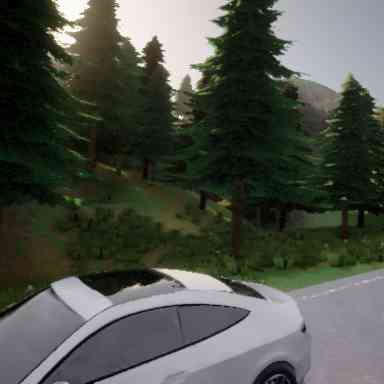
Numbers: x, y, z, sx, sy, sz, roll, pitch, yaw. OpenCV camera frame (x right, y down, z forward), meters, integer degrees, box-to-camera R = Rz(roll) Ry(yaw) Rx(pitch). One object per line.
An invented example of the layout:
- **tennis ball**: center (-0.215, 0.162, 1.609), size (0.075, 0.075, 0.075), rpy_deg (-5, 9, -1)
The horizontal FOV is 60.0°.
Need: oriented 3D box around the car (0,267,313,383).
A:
- **car**: center (-0.832, 1.524, 2.971), size (4.674, 1.442, 1.812), rpy_deg (0, 0, -35)
